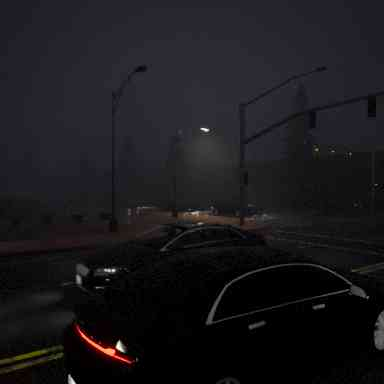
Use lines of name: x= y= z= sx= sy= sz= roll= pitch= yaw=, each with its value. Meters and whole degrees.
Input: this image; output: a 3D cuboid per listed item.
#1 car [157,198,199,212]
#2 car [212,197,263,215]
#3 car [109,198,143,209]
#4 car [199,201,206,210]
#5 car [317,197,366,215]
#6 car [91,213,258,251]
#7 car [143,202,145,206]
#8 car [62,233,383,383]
car: x=-1.943 y=1.547 z=38.733 sx=2.033 sy=1.411 sz=5.357 roll=0 pitch=0 yaw=-39
car: x=3.864 y=1.505 z=30.911 sx=1.837 sy=1.490 sz=4.892 roll=0 pitch=0 yaw=-36
car: x=-9.420 y=1.526 z=45.815 sx=4.674 sy=1.442 sz=1.812 roll=0 pitch=0 yaw=36
car: x=-0.291 y=1.505 z=41.962 sx=1.837 sy=1.490 sz=4.892 roll=0 pitch=0 yaw=-41
car: x=15.020 y=1.352 z=33.780 sx=2.097 sy=1.767 sz=4.553 roll=0 pitch=0 yaw=-36
car: x=-0.270 y=1.491 z=8.090 sx=4.902 sy=1.511 sz=2.128 roll=0 pitch=0 yaw=-35
car: x=-9.145 y=1.564 z=49.860 sx=4.181 sy=1.385 sz=1.994 roll=0 pitch=0 yaw=33
car: x=0.894 y=1.505 z=4.435 sx=4.892 sy=1.490 sz=1.837 roll=0 pitch=0 yaw=-35
